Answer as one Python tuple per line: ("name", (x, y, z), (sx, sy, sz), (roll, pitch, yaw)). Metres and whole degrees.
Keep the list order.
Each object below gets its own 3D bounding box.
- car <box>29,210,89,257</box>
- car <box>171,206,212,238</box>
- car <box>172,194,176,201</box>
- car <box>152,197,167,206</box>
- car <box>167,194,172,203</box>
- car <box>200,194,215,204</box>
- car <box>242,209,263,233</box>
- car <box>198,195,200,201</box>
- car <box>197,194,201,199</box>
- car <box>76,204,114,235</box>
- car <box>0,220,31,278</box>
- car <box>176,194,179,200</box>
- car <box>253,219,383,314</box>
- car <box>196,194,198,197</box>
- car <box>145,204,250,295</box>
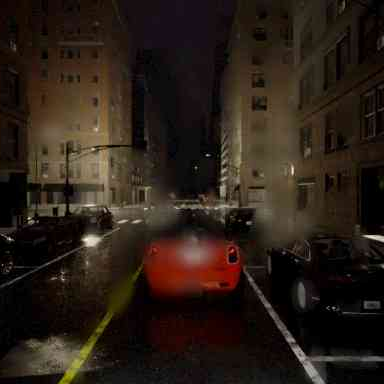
("car", (-5.680, 1.581, 12.935), (1.802, 1.307, 4.206), (0, 0, 0))
("car", (0.006, 1.564, 18.279), (1.994, 1.385, 4.181), (0, 0, 1))
("car", (-5.658, 1.622, 82.412), (1.752, 1.417, 4.829), (0, 0, 0))
("car", (-5.683, 1.615, 55.540), (1.802, 1.307, 4.206), (0, 0, 0))
("car", (-5.672, 1.603, 66.357), (2.008, 1.369, 4.403), (0, 0, 0))
("car", (2.842, 1.473, 55.534), (1.967, 1.590, 4.097), (0, 0, 0))
("car", (2.841, 1.566, 18.444), (1.947, 1.339, 4.313), (0, 0, 0))
("car", (2.852, 1.603, 66.352), (2.008, 1.369, 4.403), (0, 0, 0))
("car", (2.861, 1.520, 77.170), (1.967, 1.590, 4.097), (0, 0, 0))
("car", (-5.685, 1.440, 18.437), (1.967, 1.590, 4.097), (0, 0, 0))
("car", (-5.675, 1.565, 7.434), (1.947, 1.339, 4.313), (0, 0, 0))
("car", (-5.649, 1.452, 93.400), (2.192, 1.841, 5.009), (0, 0, 0))
("car", (2.850, 1.550, 7.441), (2.008, 1.369, 4.403), (0, 0, 0))
("car", (2.871, 1.556, 87.988), (1.967, 1.590, 4.097), (0, 0, 0))
("car", (0.058, 1.351, 8.857), (2.097, 1.767, 4.553), (0, 0, 0))
